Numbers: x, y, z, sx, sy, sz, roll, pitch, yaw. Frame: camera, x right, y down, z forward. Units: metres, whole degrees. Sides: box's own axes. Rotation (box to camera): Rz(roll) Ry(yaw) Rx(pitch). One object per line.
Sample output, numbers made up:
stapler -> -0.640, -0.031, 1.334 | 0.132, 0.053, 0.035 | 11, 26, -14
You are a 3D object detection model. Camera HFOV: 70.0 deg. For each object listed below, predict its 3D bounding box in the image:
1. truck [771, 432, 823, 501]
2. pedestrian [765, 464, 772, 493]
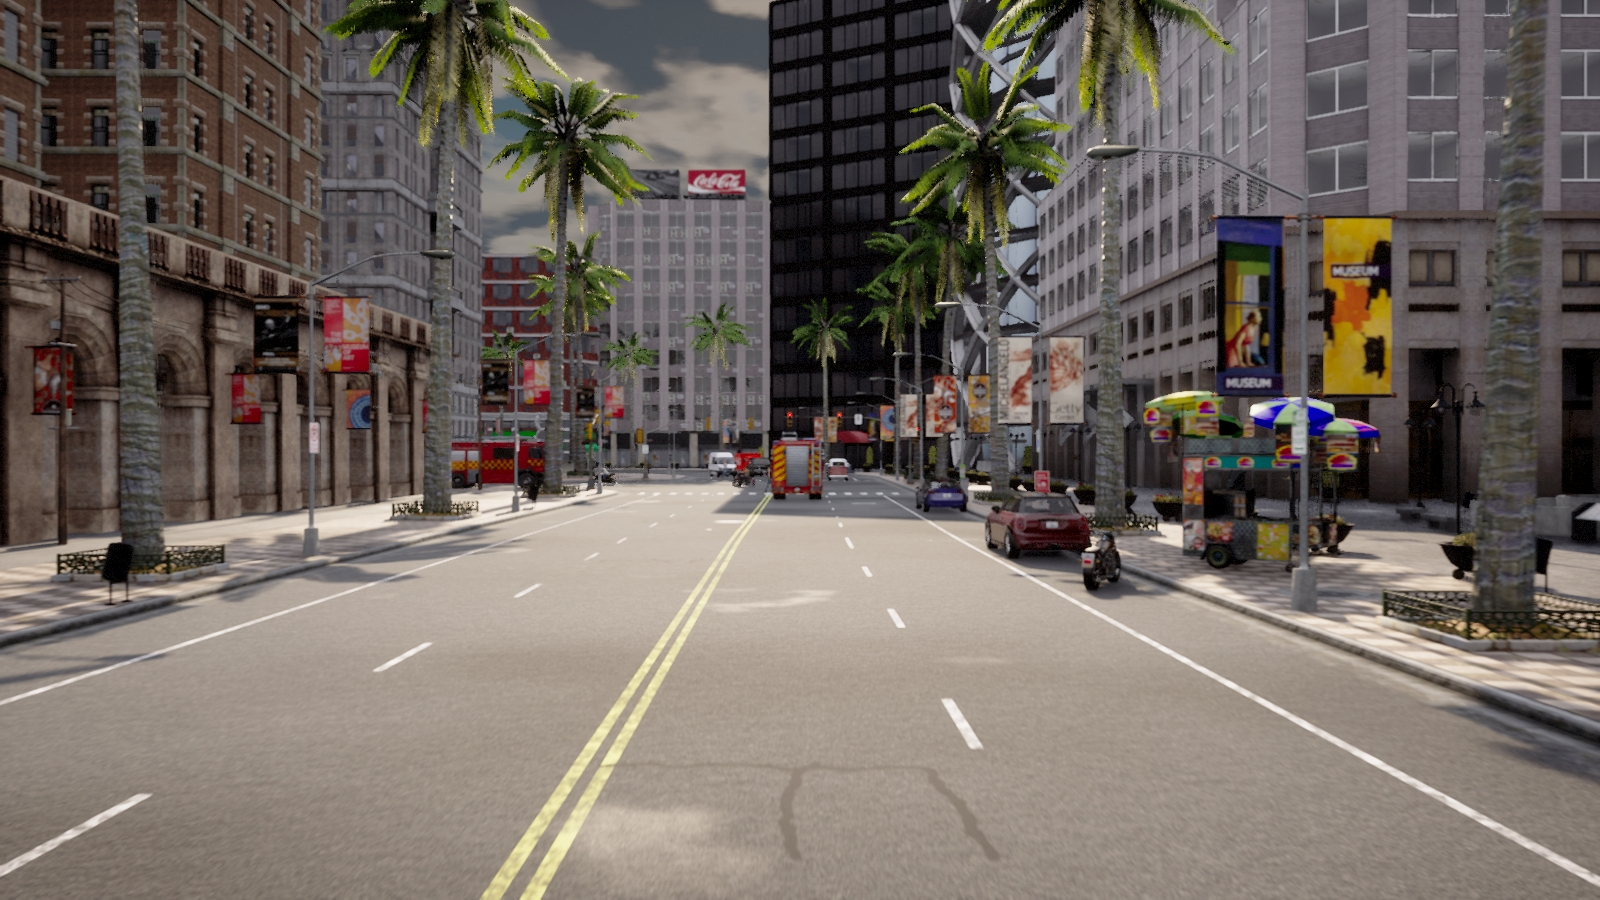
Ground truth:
truck -> -0.150, 0.892, 67.711 | 2.891, 3.827, 8.468 | 0, 0, 0
pedestrian -> -2.031, 1.850, 74.209 | 0.375, 1.860, 0.375 | 0, 0, -15
